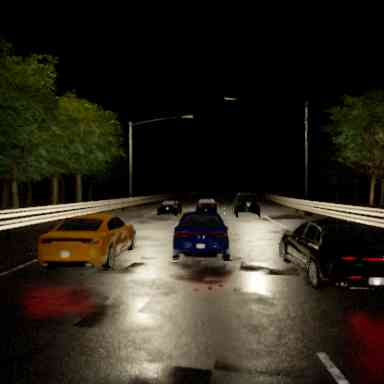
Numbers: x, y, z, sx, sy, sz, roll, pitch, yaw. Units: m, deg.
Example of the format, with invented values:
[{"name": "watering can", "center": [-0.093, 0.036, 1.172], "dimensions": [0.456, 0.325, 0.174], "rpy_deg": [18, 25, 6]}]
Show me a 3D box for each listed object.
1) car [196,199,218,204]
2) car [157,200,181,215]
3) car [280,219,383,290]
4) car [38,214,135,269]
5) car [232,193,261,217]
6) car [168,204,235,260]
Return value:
[{"name": "car", "center": [1.419, 1.364, 31.044], "dimensions": [2.128, 1.511, 4.902], "rpy_deg": [0, 1, 5]}, {"name": "car", "center": [-2.035, 1.429, 31.725], "dimensions": [1.994, 1.385, 4.181], "rpy_deg": [0, 1, 5]}, {"name": "car", "center": [3.733, 1.492, 9.002], "dimensions": [1.837, 1.490, 4.892], "rpy_deg": [0, 1, 2]}, {"name": "car", "center": [-3.200, 1.455, 11.073], "dimensions": [1.882, 1.535, 5.008], "rpy_deg": [0, 0, 2]}, {"name": "car", "center": [4.826, 1.106, 29.872], "dimensions": [2.150, 2.045, 5.566], "rpy_deg": [0, 1, 4]}, {"name": "car", "center": [0.349, 1.455, 12.450], "dimensions": [1.882, 1.535, 5.008], "rpy_deg": [0, 0, 2]}]
